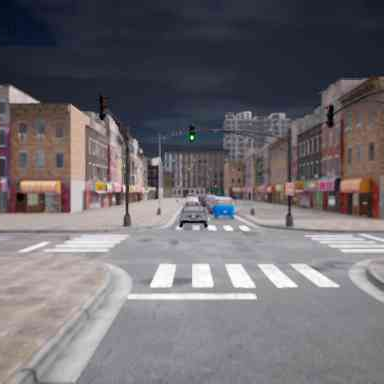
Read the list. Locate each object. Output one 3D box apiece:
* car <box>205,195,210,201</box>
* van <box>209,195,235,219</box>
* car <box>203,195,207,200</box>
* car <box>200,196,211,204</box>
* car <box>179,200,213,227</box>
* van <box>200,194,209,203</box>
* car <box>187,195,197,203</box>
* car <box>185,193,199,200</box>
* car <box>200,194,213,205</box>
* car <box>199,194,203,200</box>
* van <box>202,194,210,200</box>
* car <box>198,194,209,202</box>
[{"bbox_3d":[2.639,1.438,33.791,1.967,1.590,4.097,0,0,0],"label":"car"},{"bbox_3d":[2.638,1.338,28.315,1.690,1.788,3.998,0,0,0],"label":"van"},{"bbox_3d":[2.640,1.440,39.266,1.967,1.590,4.097,0,0,0],"label":"car"},{"bbox_3d":[2.643,1.568,66.643,2.008,1.369,4.403,0,0,0],"label":"car"},{"bbox_3d":[0.101,1.543,22.757,2.033,1.411,5.357,0,0,0],"label":"car"},{"bbox_3d":[2.644,1.362,72.119,1.690,1.788,3.998,0,0,0],"label":"van"},{"bbox_3d":[0.009,1.430,68.774,2.128,1.511,4.902,0,0,0],"label":"car"},{"bbox_3d":[0.007,1.233,58.384,2.150,2.045,5.566,0,0,0],"label":"car"},{"bbox_3d":[2.642,1.328,61.168,2.192,1.841,5.009,0,0,0],"label":"car"},{"bbox_3d":[2.639,1.321,50.215,2.192,1.841,5.009,0,0,0],"label":"car"},{"bbox_3d":[2.640,1.344,44.742,1.690,1.788,3.998,0,0,0],"label":"van"},{"bbox_3d":[2.644,1.339,77.594,2.192,1.841,5.009,0,0,0],"label":"car"}]
